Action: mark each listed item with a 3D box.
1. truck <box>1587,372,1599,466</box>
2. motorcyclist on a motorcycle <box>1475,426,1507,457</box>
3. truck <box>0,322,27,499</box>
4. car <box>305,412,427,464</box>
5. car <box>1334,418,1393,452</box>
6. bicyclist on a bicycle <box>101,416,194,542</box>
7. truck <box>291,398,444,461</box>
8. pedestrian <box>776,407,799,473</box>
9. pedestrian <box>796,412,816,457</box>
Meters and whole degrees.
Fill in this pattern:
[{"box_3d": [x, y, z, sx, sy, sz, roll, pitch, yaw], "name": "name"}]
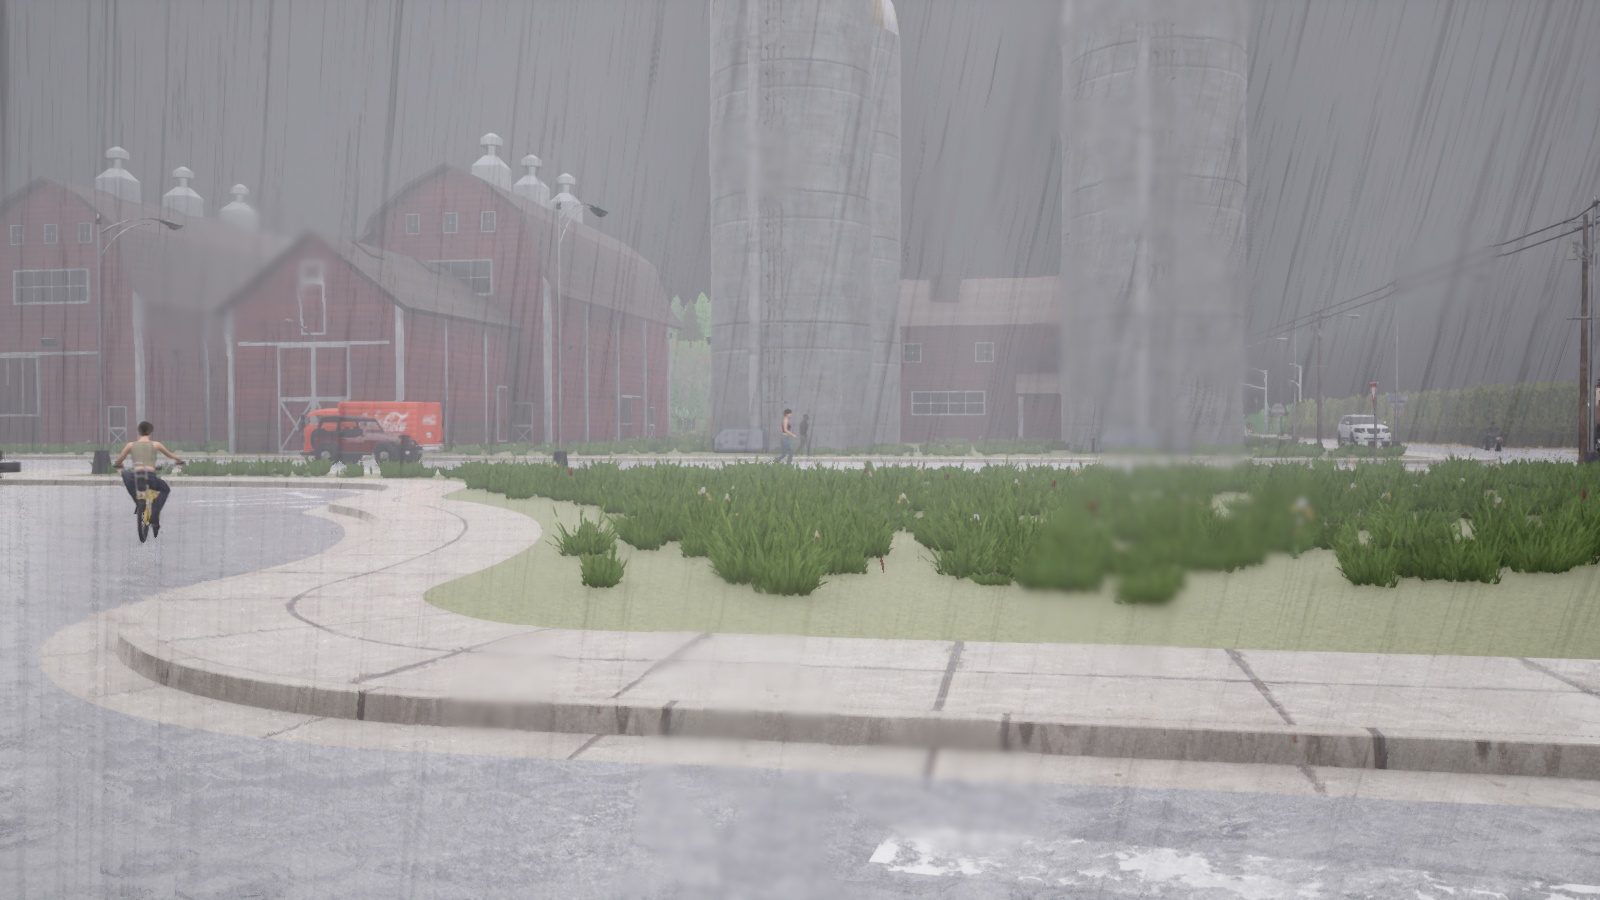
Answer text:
[{"box_3d": [33.346, -1.221, 49.401, 2.891, 3.827, 8.468, 1, 1, 25], "name": "truck"}, {"box_3d": [36.736, -0.460, 66.743, 0.766, 1.649, 2.350, 1, 1, 11], "name": "motorcyclist on a motorcycle"}, {"box_3d": [-19.728, -0.792, 24.694, 7.936, 3.462, 2.891, 1, 1, 13], "name": "truck"}, {"box_3d": [-16.167, -0.470, 46.830, 3.866, 1.878, 1.905, 1, 1, 10], "name": "car"}, {"box_3d": [35.505, -0.967, 79.236, 2.150, 2.045, 5.566, 1, 1, 11], "name": "car"}, {"box_3d": [-8.800, 0.352, 16.994, 0.866, 1.612, 1.509, -1, 2, -19], "name": "bicyclist on a bicycle"}, {"box_3d": [-17.366, -0.840, 50.579, 5.204, 2.467, 2.627, 1, 1, 10], "name": "truck"}, {"box_3d": [-0.358, -0.287, 35.700, 0.594, 1.836, 0.345, 0, 1, 9], "name": "pedestrian"}, {"box_3d": [0.252, -0.640, 52.264, 0.703, 1.840, 0.431, 1, 1, 28], "name": "pedestrian"}]
